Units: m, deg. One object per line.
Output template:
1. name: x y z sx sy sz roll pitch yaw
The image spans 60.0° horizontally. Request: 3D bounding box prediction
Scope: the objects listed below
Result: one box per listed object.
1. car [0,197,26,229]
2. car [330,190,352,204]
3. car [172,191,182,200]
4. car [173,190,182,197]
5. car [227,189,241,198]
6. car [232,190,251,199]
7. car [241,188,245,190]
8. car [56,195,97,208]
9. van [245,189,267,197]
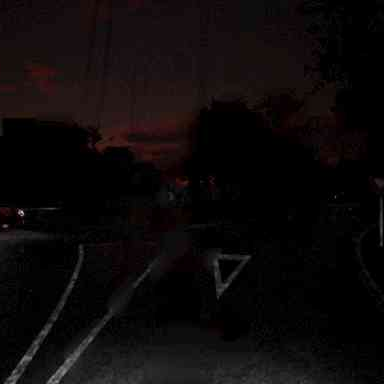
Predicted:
1. car: -10.682 1.031 17.866 4.553 1.767 2.097 2 0 44
2. car: 19.194 0.591 43.038 2.097 1.767 4.553 -1 1 14
3. car: -3.131 0.746 60.883 2.033 1.411 5.357 0 1 -2
4. car: -3.622 0.409 82.670 2.128 1.511 4.902 0 1 -1
5. car: 10.199 0.652 80.398 1.994 1.385 4.181 0 2 -1
6. car: 10.365 0.856 70.237 1.837 1.490 4.892 0 0 -4
7. car: 15.230 0.472 85.376 4.792 1.488 2.163 0 2 -1
8. car: -12.420 1.036 35.956 1.994 1.385 4.181 -1 -1 40
9. van: 15.224 0.469 77.045 4.442 1.987 1.878 0 2 -1
